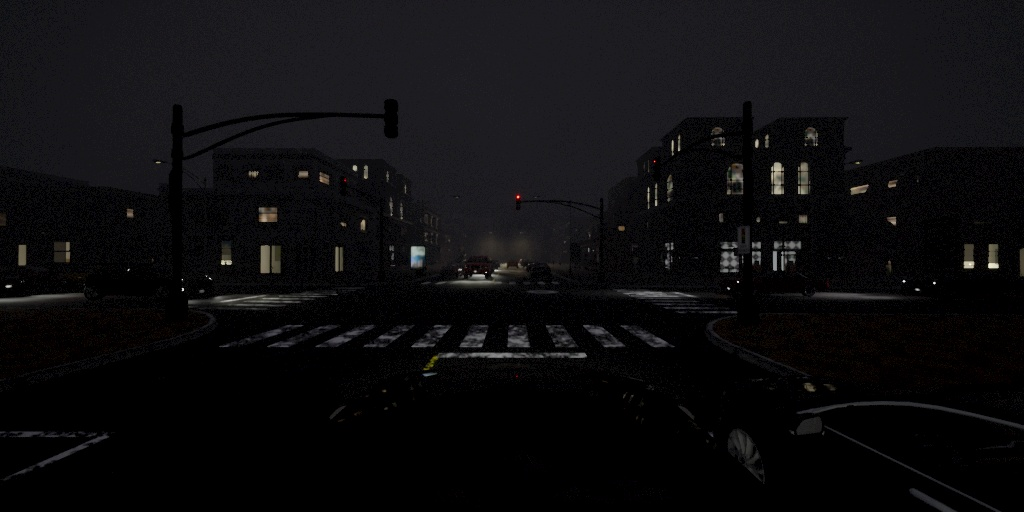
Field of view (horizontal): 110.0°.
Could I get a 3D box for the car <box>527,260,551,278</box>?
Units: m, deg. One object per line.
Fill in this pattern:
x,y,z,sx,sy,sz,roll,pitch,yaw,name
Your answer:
2.688,1.318,33.970,1.948,1.339,4.313,0,0,0,car

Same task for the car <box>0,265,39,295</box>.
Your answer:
-25.621,1.141,16.579,4.892,1.490,1.837,0,0,1,car

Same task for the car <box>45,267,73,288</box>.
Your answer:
-25.456,1.194,22.362,4.829,1.417,1.751,0,0,1,car

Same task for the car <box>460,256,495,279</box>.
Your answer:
-3.115,0.975,33.519,2.150,2.045,5.566,0,0,1,car

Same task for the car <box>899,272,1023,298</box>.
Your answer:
23.749,1.481,19.022,4.718,1.301,1.895,0,0,1,car

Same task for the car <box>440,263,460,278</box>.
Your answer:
-5.693,1.335,33.982,1.802,1.307,4.207,0,0,0,car

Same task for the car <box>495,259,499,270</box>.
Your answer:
-3.098,1.245,43.579,2.128,1.511,4.902,0,0,1,car

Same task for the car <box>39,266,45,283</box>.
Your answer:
-30.822,1.227,22.445,4.207,1.307,1.802,0,0,1,car

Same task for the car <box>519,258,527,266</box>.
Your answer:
2.685,1.309,61.579,2.007,1.370,4.403,0,0,0,car

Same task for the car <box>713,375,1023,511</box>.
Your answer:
2.691,1.300,1.580,2.007,1.370,4.403,0,0,0,car

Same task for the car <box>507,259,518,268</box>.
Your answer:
0.095,1.236,62.095,1.882,1.535,5.008,0,0,0,car

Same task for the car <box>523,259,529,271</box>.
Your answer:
2.687,1.336,45.012,1.802,1.307,4.207,0,0,0,car

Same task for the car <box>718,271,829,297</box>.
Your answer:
13.800,1.432,19.168,4.718,1.301,1.895,0,0,1,car

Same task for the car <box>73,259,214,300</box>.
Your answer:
-16.483,1.028,16.469,4.553,1.767,2.097,0,0,0,car
